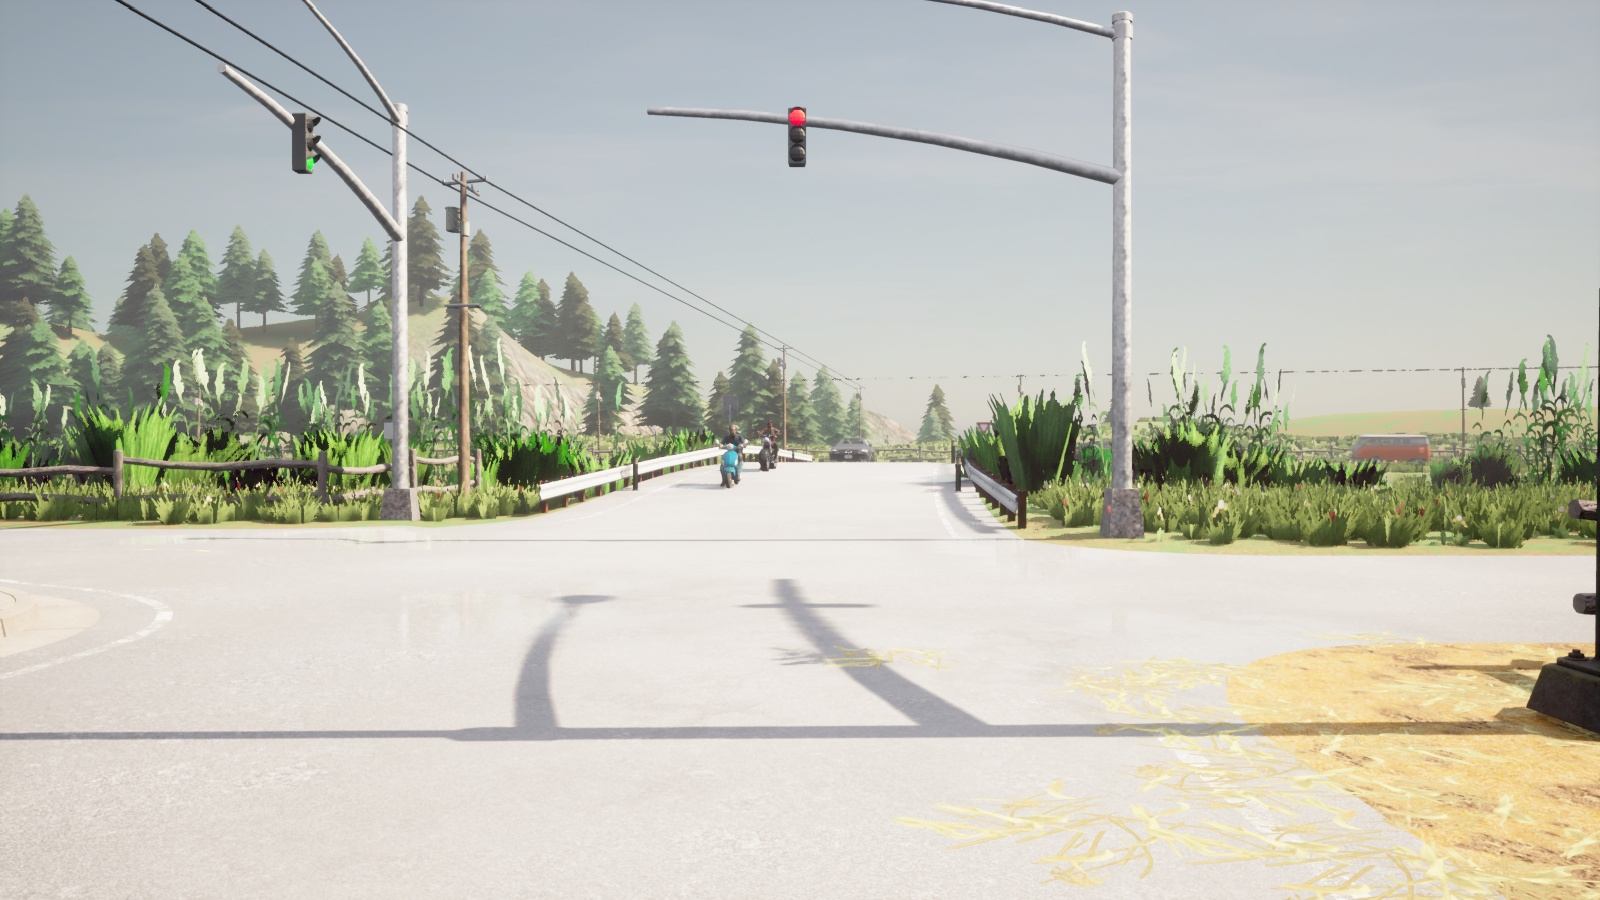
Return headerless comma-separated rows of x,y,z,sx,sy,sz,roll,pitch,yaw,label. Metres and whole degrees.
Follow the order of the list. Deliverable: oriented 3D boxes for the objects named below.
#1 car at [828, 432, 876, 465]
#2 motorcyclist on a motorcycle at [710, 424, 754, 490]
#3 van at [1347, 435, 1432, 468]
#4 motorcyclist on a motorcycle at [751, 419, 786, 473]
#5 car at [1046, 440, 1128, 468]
2.874,-0.045,68.279,2.152,1.651,5.027,0,-1,8,car
-1.742,0.157,32.663,0.866,1.590,1.817,0,3,6,motorcyclist on a motorcycle
36.381,0.090,77.604,4.442,1.987,1.775,0,0,6,van
-0.981,-0.151,39.691,0.766,1.649,2.350,0,2,7,motorcyclist on a motorcycle
18.126,0.244,79.519,4.856,1.649,2.033,1,0,6,car
